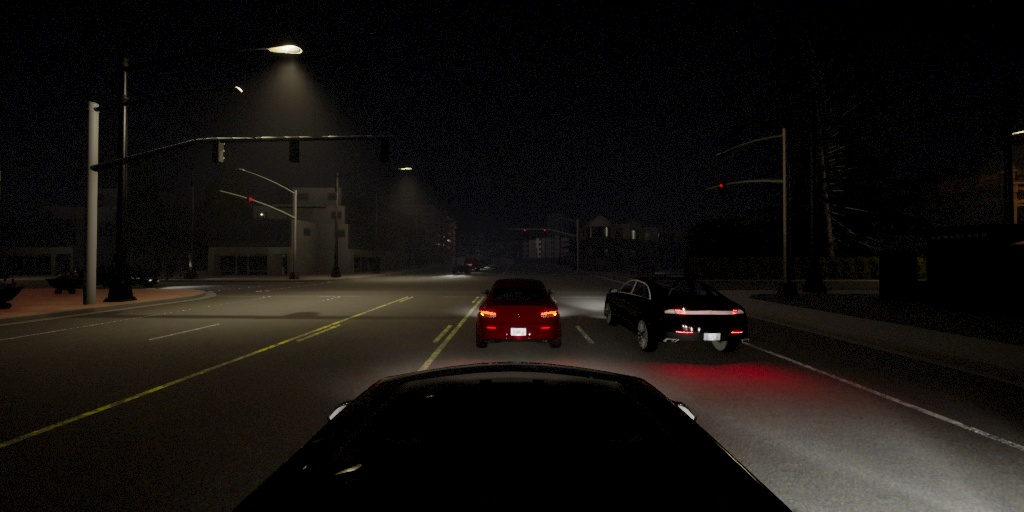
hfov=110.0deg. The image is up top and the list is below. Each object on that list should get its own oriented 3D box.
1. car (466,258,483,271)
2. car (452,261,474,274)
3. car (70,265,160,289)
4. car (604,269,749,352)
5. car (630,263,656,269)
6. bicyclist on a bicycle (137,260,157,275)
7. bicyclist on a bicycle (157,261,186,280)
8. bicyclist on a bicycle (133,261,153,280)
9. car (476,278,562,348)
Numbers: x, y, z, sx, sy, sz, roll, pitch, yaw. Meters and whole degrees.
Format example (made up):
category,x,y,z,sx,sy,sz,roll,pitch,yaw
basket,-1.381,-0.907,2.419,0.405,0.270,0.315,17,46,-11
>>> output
category,x,y,z,sx,sy,sz,roll,pitch,yaw
car,-6.387,1.360,57.239,2.150,2.045,5.566,0,0,1
car,-6.547,1.690,46.591,1.895,1.301,4.718,0,0,1
car,-25.857,1.332,23.292,4.892,1.490,1.837,0,-1,1
car,3.655,1.250,8.895,2.128,1.511,4.902,0,0,1
car,17.664,1.652,48.145,4.902,1.511,2.128,1,-1,-45
bicyclist on a bicycle,-31.233,1.145,31.317,1.656,1.620,0.582,22,1,-25
bicyclist on a bicycle,-29.288,1.231,31.026,1.656,1.620,0.582,1,-1,-22
bicyclist on a bicycle,-32.653,1.247,31.740,1.656,1.620,0.582,1,1,19
car,0.165,1.288,9.140,1.812,1.442,4.674,0,0,1
